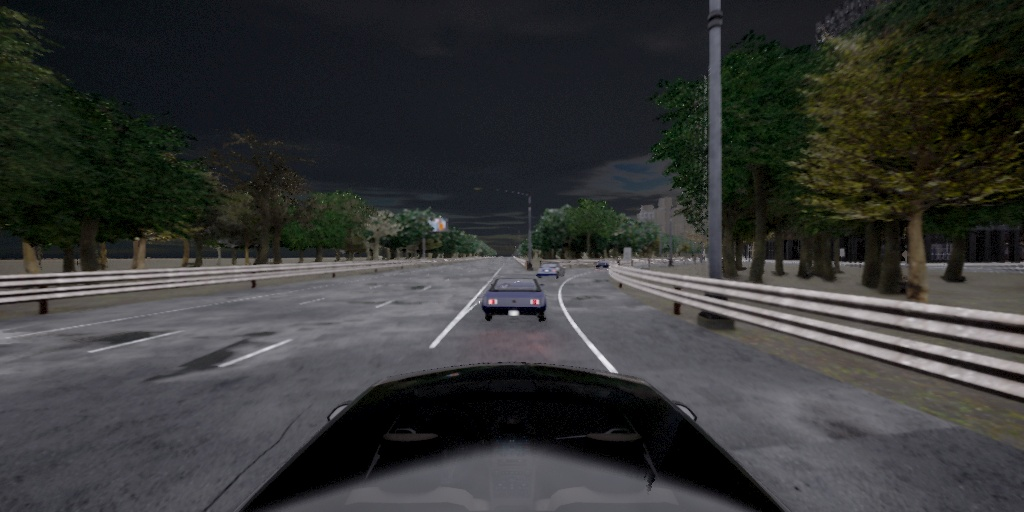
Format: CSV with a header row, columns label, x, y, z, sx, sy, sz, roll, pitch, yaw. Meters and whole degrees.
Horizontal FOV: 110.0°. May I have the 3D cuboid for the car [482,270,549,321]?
label,x,y,z,sx,sy,sz,roll,pitch,yaw
car,0.186,1.340,12.447,1.895,1.301,4.718,0,0,3

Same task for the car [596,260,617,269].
label,x,y,z,sx,sy,sz,roll,pitch,yaw
car,14.662,1.274,55.446,1.895,1.301,4.718,0,0,34

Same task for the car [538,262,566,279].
label,x,y,z,sx,sy,sz,roll,pitch,yaw
car,3.608,1.266,32.050,2.033,1.411,5.357,0,0,17
